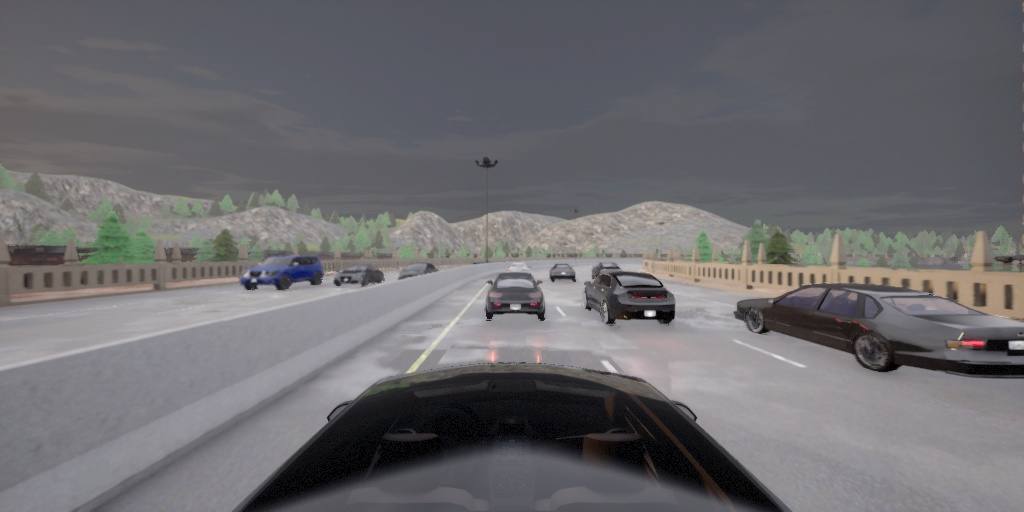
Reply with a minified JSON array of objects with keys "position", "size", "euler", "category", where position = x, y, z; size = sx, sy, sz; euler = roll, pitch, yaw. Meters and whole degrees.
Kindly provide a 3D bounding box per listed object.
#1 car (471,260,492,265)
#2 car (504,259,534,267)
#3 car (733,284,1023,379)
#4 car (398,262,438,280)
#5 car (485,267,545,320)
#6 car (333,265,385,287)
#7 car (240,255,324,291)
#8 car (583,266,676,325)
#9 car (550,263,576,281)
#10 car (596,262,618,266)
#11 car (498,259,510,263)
[{"position":[-5.344,1.313,63.125],"size":[1.895,1.301,4.718],"euler":[0,0,23],"category":"car"},{"position":[0.669,1.259,30.157],"size":[1.812,1.442,4.674],"euler":[0,0,5],"category":"car"},{"position":[7.100,1.294,7.534],"size":[2.033,1.411,5.357],"euler":[0,0,0],"category":"car"},{"position":[-6.784,1.240,26.403],"size":[1.837,1.490,4.892],"euler":[0,0,3],"category":"car"},{"position":[0.100,1.269,12.445],"size":[1.812,1.442,4.674],"euler":[0,0,0],"category":"car"},{"position":[-10.358,1.300,24.536],"size":[1.994,1.385,4.181],"euler":[0,0,3],"category":"car"},{"position":[-13.970,0.959,22.274],"size":[2.150,2.045,5.566],"euler":[0,0,2],"category":"car"},{"position":[3.601,1.249,11.769],"size":[1.837,1.490,4.892],"euler":[0,0,0],"category":"car"},{"position":[4.148,1.297,29.630],"size":[1.994,1.385,4.181],"euler":[0,0,5],"category":"car"},{"position":[7.584,1.225,28.851],"size":[2.128,1.511,4.902],"euler":[0,0,5],"category":"car"},{"position":[-0.964,1.273,64.447],"size":[1.994,1.385,4.181],"euler":[0,0,24],"category":"car"}]
